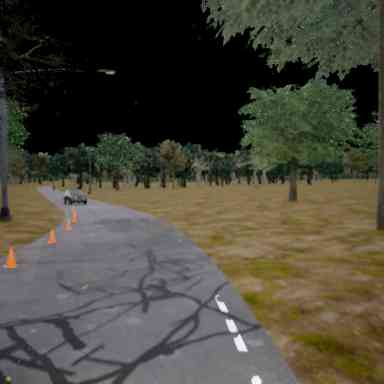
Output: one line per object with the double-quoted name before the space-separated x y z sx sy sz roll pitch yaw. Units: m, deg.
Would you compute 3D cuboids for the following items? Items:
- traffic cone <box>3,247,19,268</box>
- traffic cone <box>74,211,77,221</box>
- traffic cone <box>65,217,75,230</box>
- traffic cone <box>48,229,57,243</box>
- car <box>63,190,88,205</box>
"traffic cone" -5.520 1.979 10.165 0.340 0.580 0.340 0 0 -7
"traffic cone" -8.599 1.856 24.355 0.340 0.580 0.340 -1 1 -17
"traffic cone" -7.305 1.913 19.686 0.340 0.580 0.340 -1 1 -14
"traffic cone" -6.278 1.954 14.951 0.340 0.580 0.340 -1 0 -11
"car" -16.032 0.699 45.471 2.150 2.045 5.566 -1 1 -33
